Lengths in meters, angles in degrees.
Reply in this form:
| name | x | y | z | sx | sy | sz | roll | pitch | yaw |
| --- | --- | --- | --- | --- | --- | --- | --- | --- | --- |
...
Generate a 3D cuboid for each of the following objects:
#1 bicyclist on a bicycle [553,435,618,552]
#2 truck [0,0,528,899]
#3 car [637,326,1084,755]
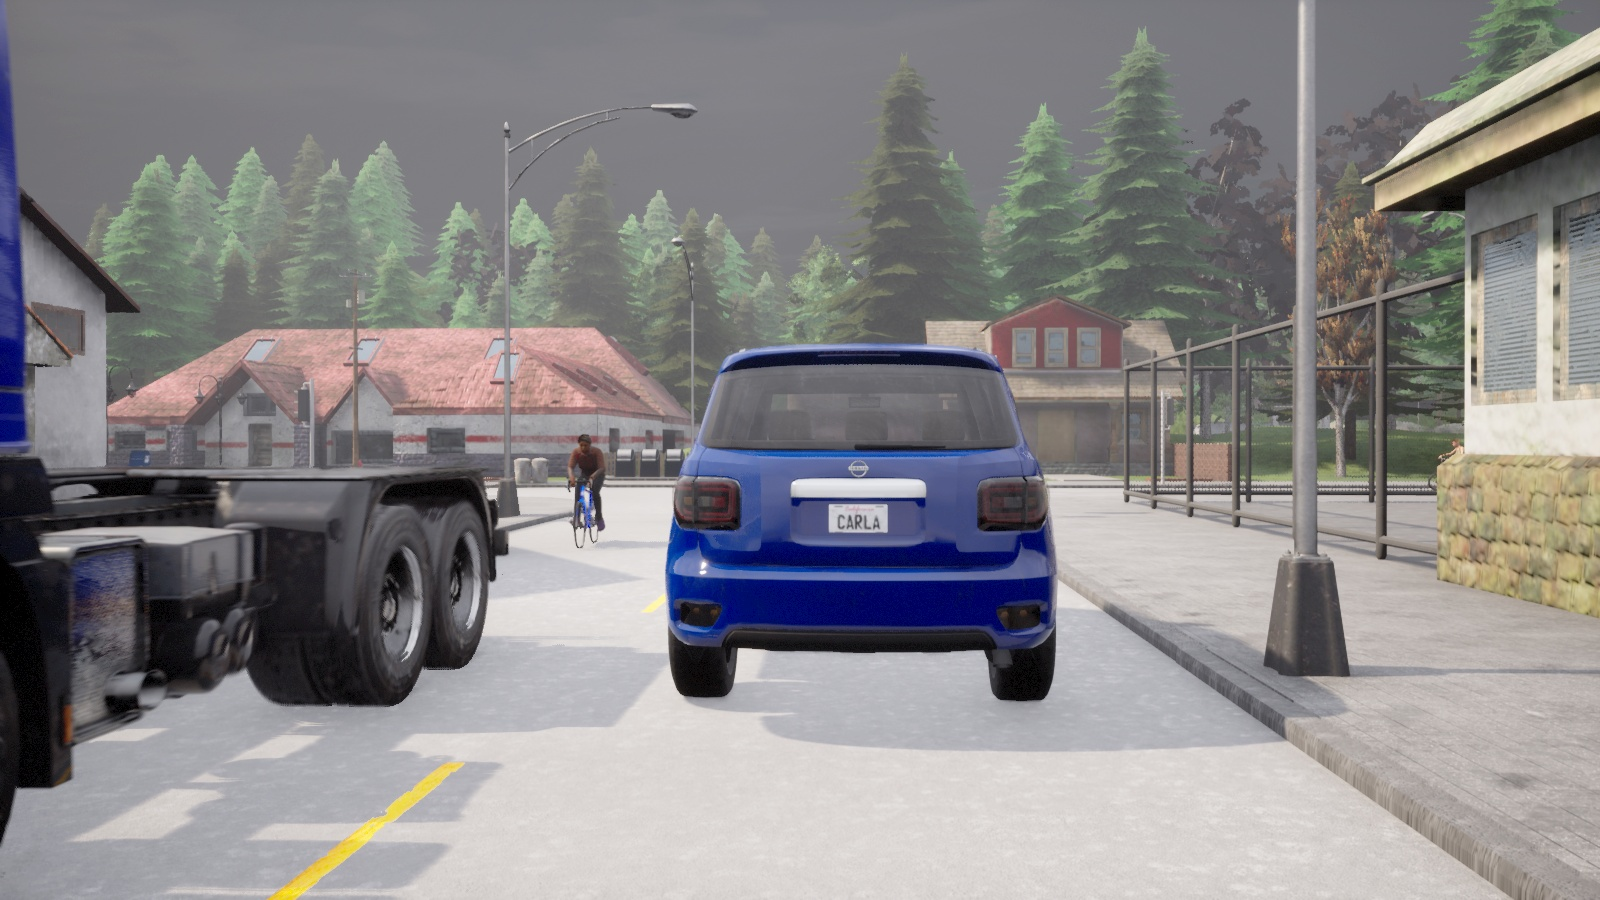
| name | x | y | z | sx | sy | sz | roll | pitch | yaw |
| --- | --- | --- | --- | --- | --- | --- | --- | --- | --- |
| bicyclist on a bicycle | -3.087 | 0.592 | 18.168 | 0.582 | 1.620 | 1.656 | 0 | 1 | 3 |
| truck | -3.706 | -0.272 | 5.662 | 2.891 | 3.462 | 7.936 | 0 | 0 | 3 |
| car | 0.448 | 0.415 | 8.835 | 2.150 | 2.045 | 5.566 | 0 | 0 | 3 |
